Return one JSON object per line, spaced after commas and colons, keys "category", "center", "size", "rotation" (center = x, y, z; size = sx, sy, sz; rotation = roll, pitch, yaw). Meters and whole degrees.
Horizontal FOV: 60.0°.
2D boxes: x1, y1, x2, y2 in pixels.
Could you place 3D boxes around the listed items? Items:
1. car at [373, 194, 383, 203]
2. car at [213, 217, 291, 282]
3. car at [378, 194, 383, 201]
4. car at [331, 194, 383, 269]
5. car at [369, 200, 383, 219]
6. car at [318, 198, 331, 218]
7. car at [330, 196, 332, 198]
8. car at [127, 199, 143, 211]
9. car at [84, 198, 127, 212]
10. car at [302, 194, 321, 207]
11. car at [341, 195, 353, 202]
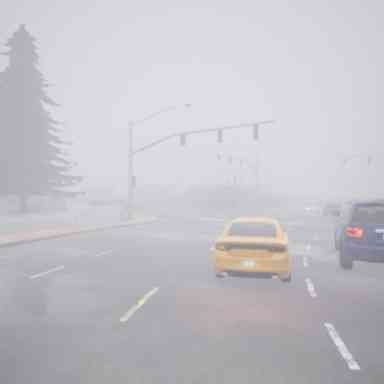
{"category": "car", "center": [40.149, 1.339, 70.991], "size": [2.097, 1.767, 4.553], "rotation": [0, 0, 34]}
{"category": "car", "center": [1.901, 1.475, 9.931], "size": [1.882, 1.535, 5.008], "rotation": [0, 0, 14]}
{"category": "car", "center": [45.855, 1.320, 79.568], "size": [1.837, 1.490, 4.892], "rotation": [0, 0, 34]}
{"category": "car", "center": [5.900, 1.221, 10.811], "size": [2.150, 2.045, 5.566], "rotation": [0, 0, 21]}
{"category": "car", "center": [17.550, 1.523, 30.510], "size": [1.882, 1.535, 5.008], "rotation": [0, 0, 34]}
{"category": "car", "center": [13.317, 1.548, 30.450], "size": [1.837, 1.490, 4.892], "rotation": [0, 0, 33]}
{"category": "car", "center": [27.796, 1.514, 65.060], "size": [1.812, 1.442, 4.674], "rotation": [0, 0, 34]}
{"category": "car", "center": [-8.084, 1.544, 40.232], "size": [4.892, 1.490, 1.837], "rotation": [0, 0, 34]}
{"category": "car", "center": [-10.047, 1.545, 37.334], "size": [4.892, 1.490, 1.837], "rotation": [0, 0, 34]}
{"category": "car", "center": [19.269, 1.483, 52.376], "size": [2.128, 1.511, 4.902], "rotation": [0, 0, 34]}
{"category": "car", "center": [36.334, 1.527, 77.895], "size": [1.994, 1.385, 4.181], "rotation": [0, 0, 34]}
